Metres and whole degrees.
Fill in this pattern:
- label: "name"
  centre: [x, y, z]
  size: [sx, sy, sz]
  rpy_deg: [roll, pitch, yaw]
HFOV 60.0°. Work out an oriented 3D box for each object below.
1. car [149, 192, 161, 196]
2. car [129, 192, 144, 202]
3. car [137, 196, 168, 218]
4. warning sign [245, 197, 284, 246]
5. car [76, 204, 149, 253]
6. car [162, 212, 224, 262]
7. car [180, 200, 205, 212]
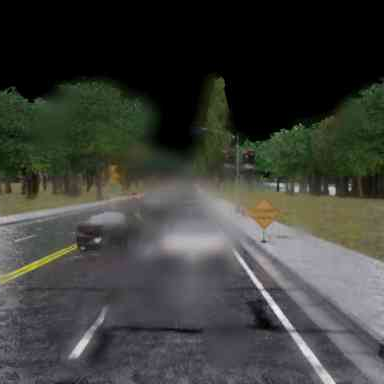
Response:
- label: "car"
  centre: [-6.528, 0.830, 58.906]
  size: [2.097, 1.767, 4.553]
  rpy_deg: [0, 1, 1]
- label: "car"
  centre: [-9.778, 0.830, 58.907]
  size: [2.097, 1.767, 4.553]
  rpy_deg: [0, 1, 1]
- label: "car"
  centre: [-3.187, 1.385, 28.866]
  size: [1.882, 1.535, 5.008]
  rpy_deg: [0, 1, 0]
- label: "warning sign"
  centre: [2.859, 1.137, 13.220]
  size: [1.300, 1.860, 1.060]
  rpy_deg: [0, 0, 0]
- label: "car"
  centre: [-3.191, 1.495, 13.874]
  size: [1.882, 1.535, 5.008]
  rpy_deg: [0, 0, 0]
- label: "car"
  centre: [0.045, 1.621, 12.105]
  size: [1.895, 1.301, 4.718]
  rpy_deg: [0, 0, 1]
- label: "car"
  centre: [0.052, 1.414, 27.658]
  size: [2.128, 1.511, 4.902]
  rpy_deg: [0, 1, 1]
